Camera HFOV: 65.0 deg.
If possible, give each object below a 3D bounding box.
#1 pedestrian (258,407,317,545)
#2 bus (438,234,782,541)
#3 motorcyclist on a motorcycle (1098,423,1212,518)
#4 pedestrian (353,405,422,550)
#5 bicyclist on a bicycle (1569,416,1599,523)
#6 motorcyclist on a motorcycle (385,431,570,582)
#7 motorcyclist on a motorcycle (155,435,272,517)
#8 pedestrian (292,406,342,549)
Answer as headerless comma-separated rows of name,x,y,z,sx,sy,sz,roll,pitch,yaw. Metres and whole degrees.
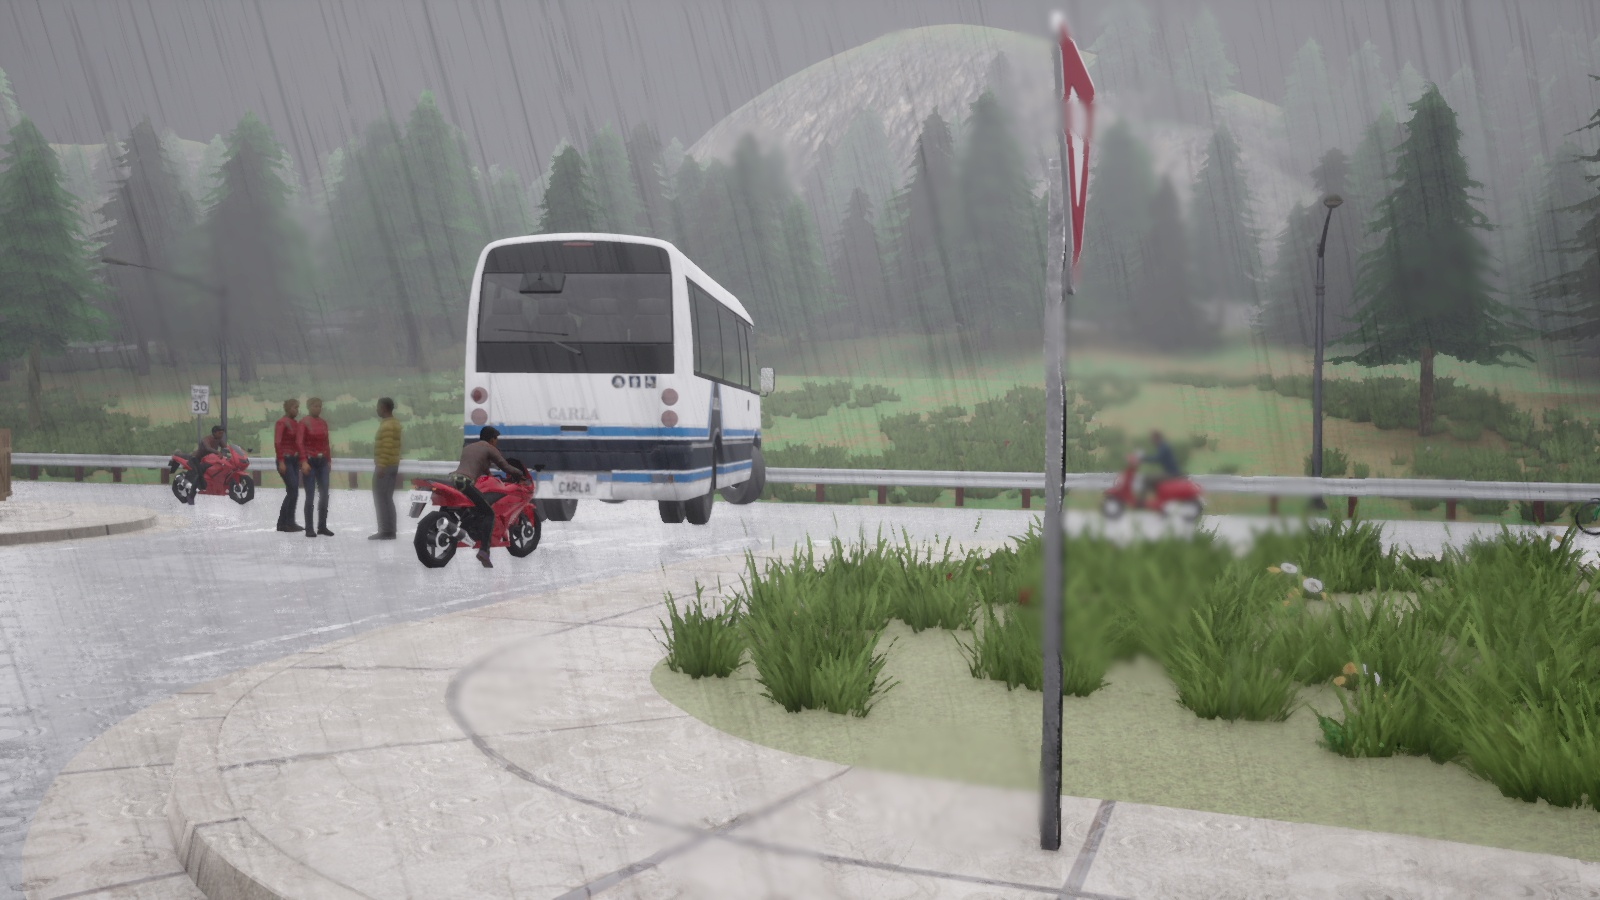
pedestrian,-6.965,0.347,17.061,0.636,1.846,0.331,0,1,10
bus,-2.743,-0.927,22.694,3.944,4.253,10.273,0,1,4
motorcyclist on a motorcycle,6.107,0.335,21.577,1.817,1.590,0.866,0,1,20
pedestrian,-5.308,0.344,16.173,0.709,1.840,0.431,0,1,7
bicyclist on a bicycle,12.717,0.291,19.193,1.509,1.612,0.866,0,1,20
motorcyclist on a motorcycle,-3.490,0.557,13.804,0.797,1.523,2.044,0,1,27
motorcyclist on a motorcycle,-11.264,0.486,24.119,2.044,1.523,0.797,0,1,20
pedestrian,-6.370,0.348,16.545,0.636,1.846,0.331,0,1,41
